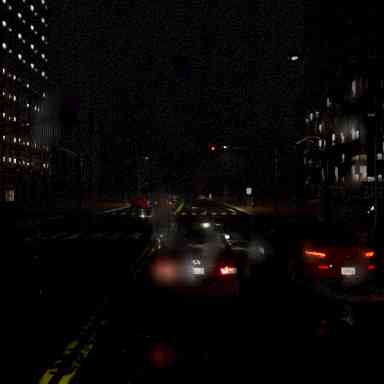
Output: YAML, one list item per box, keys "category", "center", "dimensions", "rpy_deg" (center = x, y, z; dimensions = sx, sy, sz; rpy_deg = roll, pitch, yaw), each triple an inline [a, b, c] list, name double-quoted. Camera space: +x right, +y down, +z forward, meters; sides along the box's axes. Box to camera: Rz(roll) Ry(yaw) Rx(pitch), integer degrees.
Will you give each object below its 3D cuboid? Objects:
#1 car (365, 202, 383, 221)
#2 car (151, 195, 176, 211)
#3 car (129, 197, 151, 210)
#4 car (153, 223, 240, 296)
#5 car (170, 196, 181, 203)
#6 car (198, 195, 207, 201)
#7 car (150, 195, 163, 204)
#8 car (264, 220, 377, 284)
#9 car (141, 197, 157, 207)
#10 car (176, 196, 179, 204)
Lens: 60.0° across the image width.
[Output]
- category: "car"
  center: [16.990, 1.280, 26.660]
  dimensions: [5.566, 2.045, 2.150]
  rpy_deg: [0, 0, 3]
- category: "car"
  center: [-3.396, 1.319, 40.576]
  dimensions: [2.097, 1.767, 4.553]
  rpy_deg: [0, 0, 0]
- category: "car"
  center: [-6.651, 1.442, 42.198]
  dimensions: [1.882, 1.535, 5.008]
  rpy_deg: [0, 0, 0]
- category: "car"
  center: [0.089, 1.544, 8.824]
  dimensions: [2.033, 1.411, 5.357]
  rpy_deg: [0, 0, 0]
- category: "car"
  center: [-3.422, 1.472, 69.121]
  dimensions: [1.994, 1.385, 4.181]
  rpy_deg: [0, 0, -1]
- category: "car"
  center: [2.542, 1.393, 82.803]
  dimensions: [1.812, 1.442, 4.674]
  rpy_deg: [0, 0, -4]
- category: "car"
  center: [-6.664, 1.428, 62.483]
  dimensions: [1.837, 1.490, 4.892]
  rpy_deg: [0, 0, 0]
- category: "car"
  center: [3.338, 1.522, 9.408]
  dimensions: [1.812, 1.442, 4.674]
  rpy_deg: [0, 0, 0]
- category: "car"
  center: [-6.662, 1.471, 52.119]
  dimensions: [1.812, 1.442, 4.674]
  rpy_deg: [0, 0, 0]
- category: "car"
  center: [-3.406, 1.456, 49.468]
  dimensions: [1.837, 1.490, 4.892]
  rpy_deg: [0, 0, 0]
